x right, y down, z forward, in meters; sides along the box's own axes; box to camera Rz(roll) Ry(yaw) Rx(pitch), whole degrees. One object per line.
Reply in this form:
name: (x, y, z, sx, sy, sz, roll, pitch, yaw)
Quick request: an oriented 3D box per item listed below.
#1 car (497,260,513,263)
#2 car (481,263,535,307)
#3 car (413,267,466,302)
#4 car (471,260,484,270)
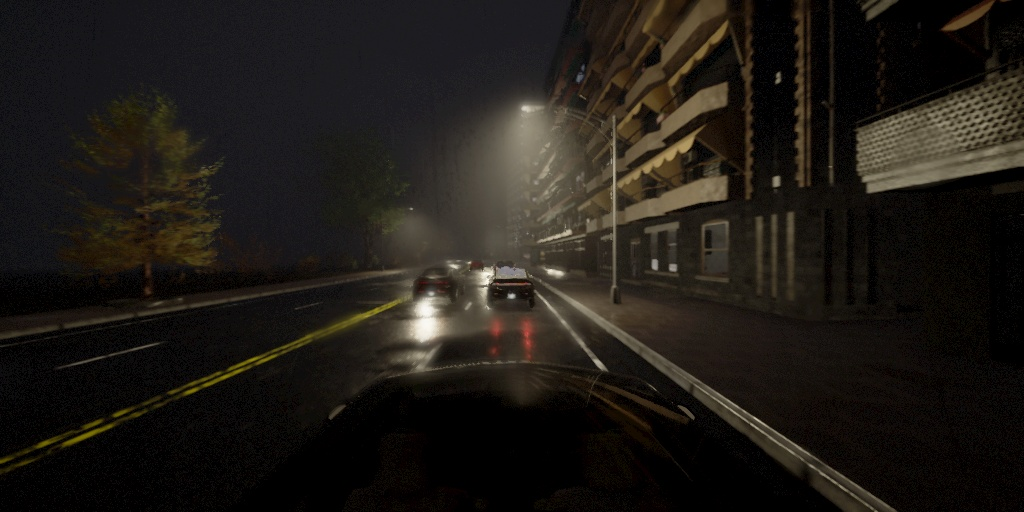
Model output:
car: (-0.674, 1.128, 33.260, 2.097, 1.767, 4.553, 0, 0, -3)
car: (-0.060, 1.252, 15.511, 2.128, 1.511, 4.902, 0, 0, -1)
car: (-3.340, 1.272, 17.028, 1.837, 1.490, 4.892, 0, 0, -1)
car: (-5.281, 1.279, 54.554, 1.882, 1.535, 5.008, 0, 0, -5)
